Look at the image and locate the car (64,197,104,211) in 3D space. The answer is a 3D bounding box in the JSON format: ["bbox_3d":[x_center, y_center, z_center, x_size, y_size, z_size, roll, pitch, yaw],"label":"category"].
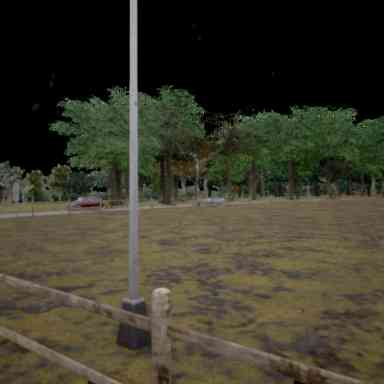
[{"bbox_3d":[-12.965,1.359,39.837,2.097,1.767,4.553,-2,-1,39],"label":"car"}]

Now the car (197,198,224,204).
[{"bbox_3d":[3.151,1.414,55.926,4.718,1.301,1.895,-1,-1,-38],"label":"car"}]
